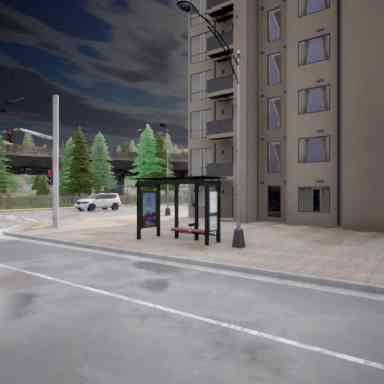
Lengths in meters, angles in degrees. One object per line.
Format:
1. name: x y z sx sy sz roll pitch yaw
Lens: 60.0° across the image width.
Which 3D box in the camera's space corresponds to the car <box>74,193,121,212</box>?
1. car: -10.767 1.162 38.493 2.150 2.045 5.566 0 1 37
